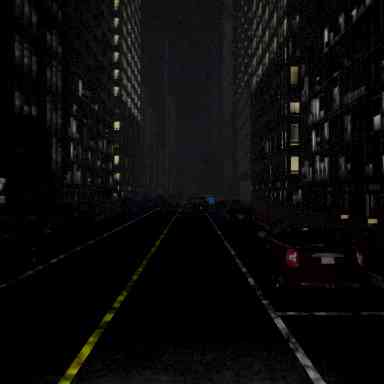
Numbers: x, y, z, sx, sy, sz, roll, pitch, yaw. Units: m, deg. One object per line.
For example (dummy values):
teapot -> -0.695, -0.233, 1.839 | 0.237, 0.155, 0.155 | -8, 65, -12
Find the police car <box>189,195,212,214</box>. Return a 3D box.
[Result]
police car -> 0.900, 1.403, 35.969 | 1.930, 1.638, 5.238 | 0, 0, 0

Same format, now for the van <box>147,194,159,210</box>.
van -> -5.685, 1.310, 42.900 | 1.690, 1.788, 3.998 | 0, 0, 0

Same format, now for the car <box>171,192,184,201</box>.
car -> -3.000, 1.020, 75.880 | 2.150, 2.045, 5.566 | 0, 0, 0

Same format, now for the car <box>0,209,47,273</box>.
car -> -5.781, 1.438, 8.787 | 1.967, 1.590, 4.097 | 0, 0, 0

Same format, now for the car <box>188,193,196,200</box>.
car -> 0.000, 1.100, 86.201 | 2.097, 1.767, 4.553 | 0, 0, 0

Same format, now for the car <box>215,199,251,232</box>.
car -> 2.695, 1.431, 20.154 | 1.967, 1.590, 4.097 | 0, 0, 0

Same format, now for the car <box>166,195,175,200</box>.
car -> -5.684, 1.410, 88.387 | 1.887, 1.381, 4.507 | 0, 0, 0

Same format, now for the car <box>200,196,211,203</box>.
car -> 2.696, 1.477, 65.637 | 2.008, 1.369, 4.403 | 0, 0, 0

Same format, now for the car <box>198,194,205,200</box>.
car -> 2.697, 1.373, 94.232 | 1.752, 1.417, 4.829 | 0, 0, 0

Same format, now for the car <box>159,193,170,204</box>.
car -> -5.683, 1.254, 59.958 | 2.192, 1.841, 5.009 | 0, 0, 0

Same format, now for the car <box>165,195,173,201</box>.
car -> -5.685, 1.464, 82.702 | 1.802, 1.307, 4.206 | 0, 0, 0

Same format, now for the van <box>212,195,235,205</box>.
van -> 2.695, 1.328, 25.839 | 1.690, 1.788, 3.998 | 0, 0, 0

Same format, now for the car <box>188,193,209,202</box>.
car -> 0.900, 1.316, 45.829 | 2.097, 1.767, 4.553 | 0, 0, 0

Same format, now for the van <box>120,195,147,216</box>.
van -> -5.685, 1.323, 31.528 | 1.690, 1.788, 3.998 | 0, 0, 0

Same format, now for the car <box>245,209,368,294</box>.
car -> 2.790, 1.438, 8.786 | 1.967, 1.590, 4.097 | 0, 0, 0

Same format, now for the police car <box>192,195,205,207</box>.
police car -> 0.900, 1.381, 51.969 | 1.930, 1.638, 5.238 | 0, 0, 0

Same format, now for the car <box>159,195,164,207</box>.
car -> -5.686, 1.526, 48.585 | 1.947, 1.339, 4.313 | 0, 0, 0

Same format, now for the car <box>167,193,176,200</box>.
car -> -5.682, 1.163, 94.072 | 2.192, 1.841, 5.009 | 0, 0, 0

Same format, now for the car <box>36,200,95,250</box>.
car -> -5.715, 1.310, 14.473 | 2.192, 1.841, 5.009 | 0, 0, 0
